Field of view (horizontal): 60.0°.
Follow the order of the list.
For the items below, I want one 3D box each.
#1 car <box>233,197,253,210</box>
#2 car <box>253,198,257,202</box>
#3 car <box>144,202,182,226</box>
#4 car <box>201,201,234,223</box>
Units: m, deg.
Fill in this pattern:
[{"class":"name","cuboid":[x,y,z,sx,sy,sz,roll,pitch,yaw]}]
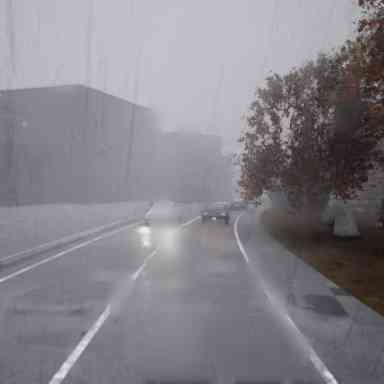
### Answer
[{"class":"car","cuboid":[6.122,1.414,42.202,1.812,1.442,4.674,2,0,18]},{"class":"car","cuboid":[10.707,1.425,61.992,1.994,1.385,4.181,3,1,28]},{"class":"car","cuboid":[-1.888,1.407,22.902,1.812,1.442,4.674,1,0,8]},{"class":"car","cuboid":[1.873,1.519,24.884,1.895,1.301,4.718,1,0,9]}]
